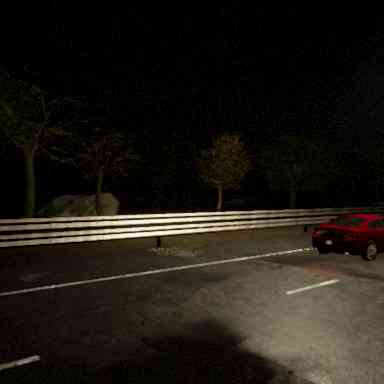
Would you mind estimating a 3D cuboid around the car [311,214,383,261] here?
[{"bbox_3d":[6.705,1.597,12.832,5.008,1.535,1.882,1,0,-35],"label":"car"}]
